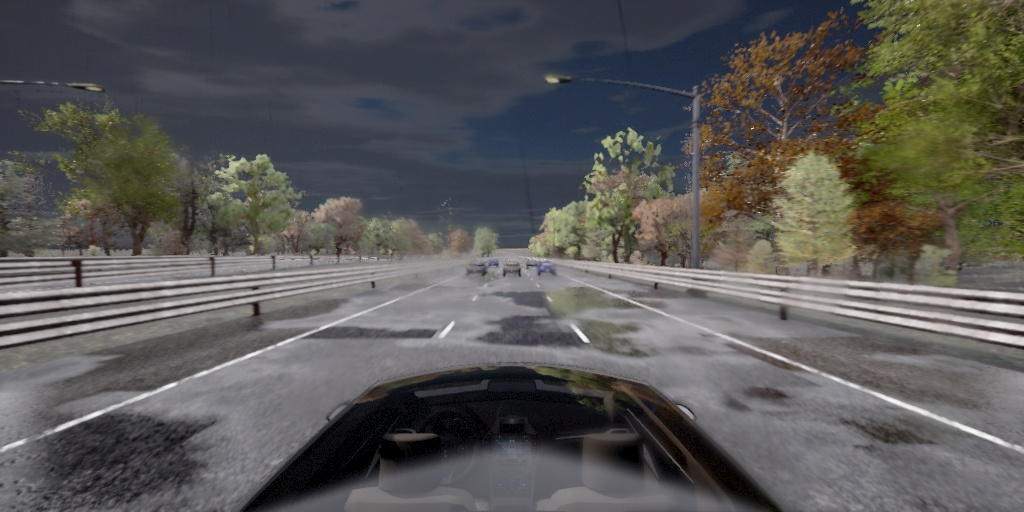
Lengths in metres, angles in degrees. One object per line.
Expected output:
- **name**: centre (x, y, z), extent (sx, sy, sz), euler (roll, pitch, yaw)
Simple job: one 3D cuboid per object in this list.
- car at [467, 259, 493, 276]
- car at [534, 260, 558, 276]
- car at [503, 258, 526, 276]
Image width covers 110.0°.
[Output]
- **car**: centre (-3.467, 1.238, 36.638), extent (2.128, 1.511, 4.902), euler (0, 0, 1)
- **car**: centre (3.537, 1.271, 37.236), extent (1.812, 1.442, 4.674), euler (0, 0, 1)
- **car**: centre (0.037, 1.237, 36.906), extent (2.128, 1.511, 4.902), euler (0, 0, 0)
